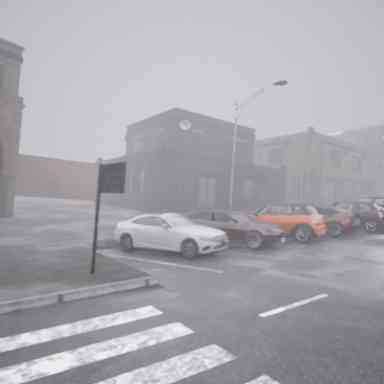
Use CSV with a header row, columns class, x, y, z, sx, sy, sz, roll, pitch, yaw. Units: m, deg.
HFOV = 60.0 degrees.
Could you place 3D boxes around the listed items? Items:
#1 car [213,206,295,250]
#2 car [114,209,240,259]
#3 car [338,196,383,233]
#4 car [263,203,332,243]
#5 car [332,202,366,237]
class,x,y,z,sx,sy,sz,roll,pitch,yaw
car,1.526,1.482,14.120,4.792,1.488,2.163,-1,-1,34
car,-0.885,1.499,12.399,4.674,1.452,2.002,-1,-1,34
car,8.683,1.309,19.316,4.553,1.767,2.185,-1,0,34
car,3.909,1.321,15.850,4.553,1.767,2.185,-1,0,34
car,6.248,1.470,17.617,4.792,1.488,2.163,-1,0,34
